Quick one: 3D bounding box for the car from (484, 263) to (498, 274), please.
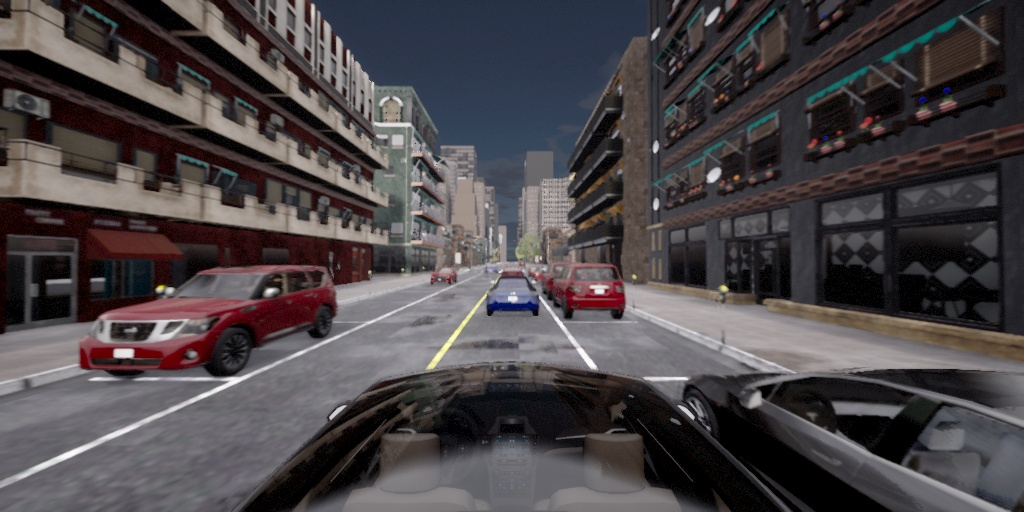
[{"bbox_3d":[-3.042,1.911,53.379,1.812,1.442,4.674,0,-1,1],"label":"car"}]

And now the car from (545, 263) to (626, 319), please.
[{"bbox_3d":[2.692,1.201,13.419,2.192,1.841,5.009,0,0,0],"label":"car"}]

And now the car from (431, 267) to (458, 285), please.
[{"bbox_3d":[-5.685,1.637,30.412,1.888,1.381,4.507,0,0,0],"label":"car"}]

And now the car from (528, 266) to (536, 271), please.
[{"bbox_3d":[2.695,1.531,30.411,1.967,1.591,4.097,0,0,0],"label":"car"}]

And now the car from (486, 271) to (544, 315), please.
[{"bbox_3d":[0.047,1.463,14.406,1.994,1.385,4.181,0,-1,1],"label":"car"}]

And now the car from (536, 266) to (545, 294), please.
[{"bbox_3d":[2.693,1.268,19.084,2.192,1.841,5.009,0,0,0],"label":"car"}]

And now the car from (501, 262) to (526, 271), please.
[{"bbox_3d":[0.057,1.569,30.423,1.882,1.535,5.008,0,0,1],"label":"car"}]

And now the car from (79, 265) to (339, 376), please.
[{"bbox_3d":[-5.688,1.135,7.757,2.192,1.841,5.009,0,0,0],"label":"car"}]

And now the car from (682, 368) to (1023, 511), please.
[{"bbox_3d":[2.691,1.320,2.090,1.948,1.339,4.313,0,0,0],"label":"car"}]
